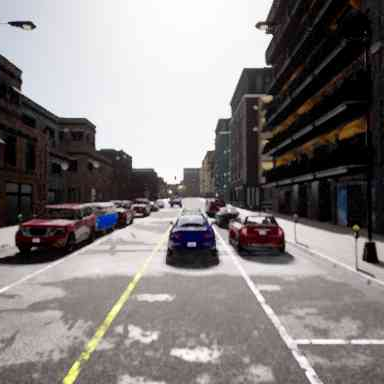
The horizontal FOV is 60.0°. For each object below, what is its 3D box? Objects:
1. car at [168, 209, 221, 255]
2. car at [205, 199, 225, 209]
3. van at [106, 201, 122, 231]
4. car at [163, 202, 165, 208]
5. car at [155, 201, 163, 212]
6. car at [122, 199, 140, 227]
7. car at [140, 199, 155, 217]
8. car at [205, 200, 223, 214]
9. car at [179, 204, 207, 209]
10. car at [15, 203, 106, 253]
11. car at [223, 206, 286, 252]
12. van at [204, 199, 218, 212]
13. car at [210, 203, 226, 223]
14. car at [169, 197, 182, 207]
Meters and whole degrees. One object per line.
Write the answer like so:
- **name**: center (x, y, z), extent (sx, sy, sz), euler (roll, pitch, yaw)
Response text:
- **car**: center (0.015, 1.677, 13.893), extent (1.812, 1.442, 4.674), euler (0, 0, 0)
- **car**: center (2.694, 1.707, 36.269), extent (2.192, 1.841, 5.009), euler (1, -1, 0)
- **van**: center (-5.680, 1.560, 20.052), extent (1.690, 1.788, 3.998), euler (1, -1, 0)
- **car**: center (-5.699, 2.173, 57.898), extent (2.008, 1.369, 4.403), euler (1, -1, 0)
- **car**: center (-5.692, 1.947, 47.086), extent (1.967, 1.590, 4.097), euler (1, -1, 0)
- **car**: center (-5.681, 1.592, 25.459), extent (2.192, 1.841, 5.009), euler (1, -1, 0)
- **car**: center (-5.685, 1.707, 36.273), extent (2.192, 1.841, 5.009), euler (1, -1, 0)
- **car**: center (2.690, 1.889, 41.674), extent (1.967, 1.590, 4.097), euler (1, -1, 0)
- **car**: center (0.003, 1.907, 28.269), extent (1.895, 1.301, 4.718), euler (0, -1, 0)
- **car**: center (-5.677, 1.475, 14.645), extent (2.192, 1.841, 5.009), euler (1, -1, 0)
- **car**: center (2.701, 1.600, 14.640), extent (1.967, 1.590, 4.097), euler (1, -1, 0)
- **van**: center (2.690, 1.848, 47.082), extent (1.690, 1.788, 3.998), euler (1, -1, 0)
- **car**: center (2.695, 1.827, 25.452), extent (2.008, 1.369, 4.403), euler (1, -1, 0)
- **car**: center (-3.033, 1.919, 64.517), extent (2.150, 2.045, 5.566), euler (0, -1, 0)
